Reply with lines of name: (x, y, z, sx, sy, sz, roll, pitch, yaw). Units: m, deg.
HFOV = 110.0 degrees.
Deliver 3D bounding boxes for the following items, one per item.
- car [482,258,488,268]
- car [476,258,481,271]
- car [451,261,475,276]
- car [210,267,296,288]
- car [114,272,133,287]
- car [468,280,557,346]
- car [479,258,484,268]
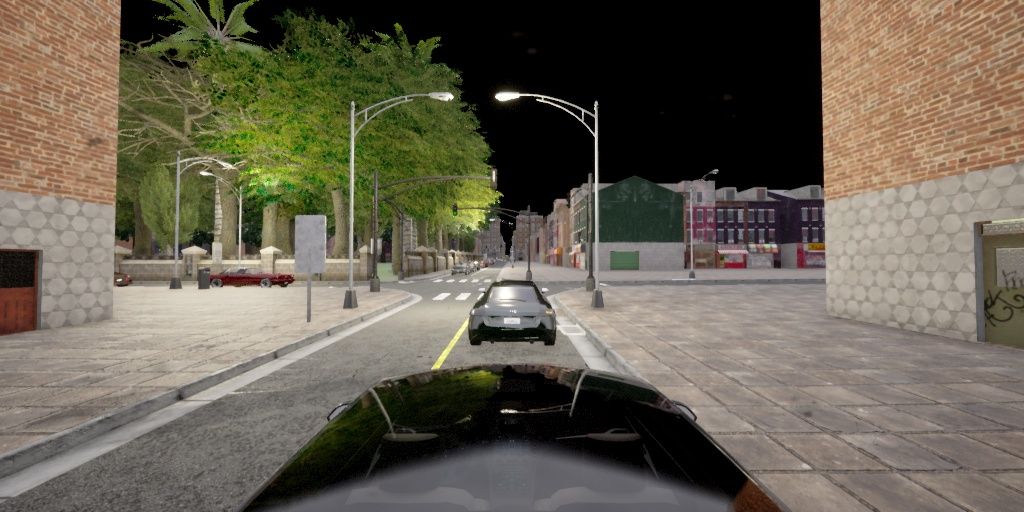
car: (-5.570, 1.416, 61.941, 1.802, 1.307, 4.207, 0, 0, 0)
car: (-5.471, 1.344, 45.592, 2.007, 1.370, 4.403, 0, 0, 0)
car: (-5.455, 1.332, 38.456, 2.007, 1.370, 4.403, 0, 0, 0)
car: (-16.094, 1.341, 22.052, 4.718, 1.301, 1.895, 0, -1, 0)
car: (-26.120, 1.299, 22.021, 4.181, 1.385, 1.994, 0, -1, 0)
car: (0.035, 1.317, 9.448, 1.994, 1.385, 4.181, 0, 0, 1)
car: (-5.504, 1.370, 51.042, 1.948, 1.339, 4.313, 0, 0, 0)
